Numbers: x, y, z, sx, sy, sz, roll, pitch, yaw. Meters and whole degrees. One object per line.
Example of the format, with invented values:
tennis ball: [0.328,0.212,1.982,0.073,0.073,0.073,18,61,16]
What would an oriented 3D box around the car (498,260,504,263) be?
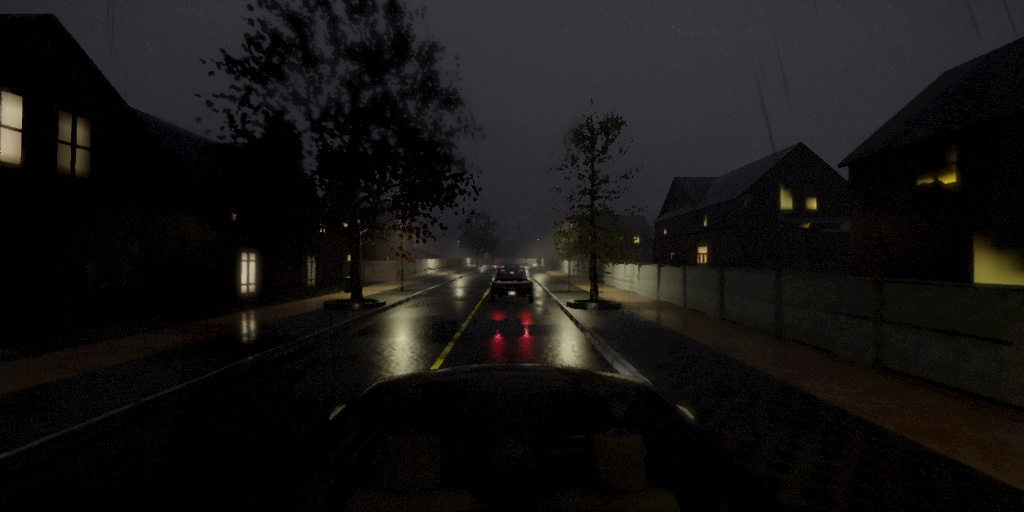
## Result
car: [0.000,1.338,31.507,1.994,1.385,4.181,0,0,0]

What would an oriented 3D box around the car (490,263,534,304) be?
car: [0.000,1.251,16.504,2.128,1.511,4.902,0,0,0]
